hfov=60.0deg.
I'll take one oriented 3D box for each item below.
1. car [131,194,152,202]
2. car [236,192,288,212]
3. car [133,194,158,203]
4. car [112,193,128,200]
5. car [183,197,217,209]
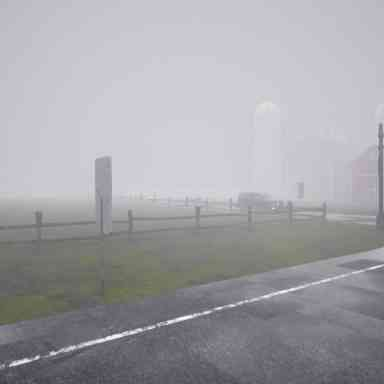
[{"bbox_3d":[-9.090,1.041,59.844,1.994,1.385,4.181,-1,1,-35],"label":"car"},{"bbox_3d":[6.760,1.019,32.855,2.150,2.045,5.566,-1,1,-34],"label":"car"},{"bbox_3d":[-7.083,1.050,52.057,1.882,1.535,5.008,-1,1,-35],"label":"car"},{"bbox_3d":[-14.938,0.924,67.997,2.033,1.411,5.357,-1,1,-36],"label":"car"},{"bbox_3d":[0.932,1.305,40.902,1.895,1.301,4.718,-1,1,-36],"label":"car"}]
